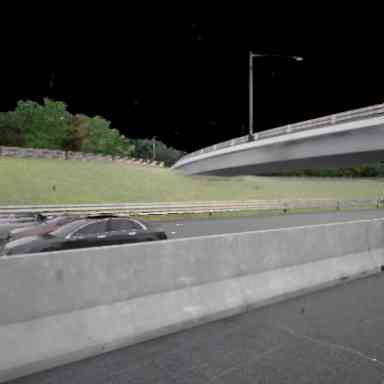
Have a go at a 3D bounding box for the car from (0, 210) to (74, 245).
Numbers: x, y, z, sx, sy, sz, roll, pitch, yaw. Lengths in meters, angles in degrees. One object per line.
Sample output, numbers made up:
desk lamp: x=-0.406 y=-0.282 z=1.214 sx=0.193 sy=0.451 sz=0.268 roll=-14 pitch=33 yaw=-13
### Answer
car: x=-8.132 y=1.600 z=15.389 sx=4.718 sy=1.301 sz=1.895 roll=0 pitch=0 yaw=-36

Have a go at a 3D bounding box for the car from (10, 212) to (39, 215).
car: x=-5.010 y=1.560 z=13.318 sx=4.181 sy=1.385 sz=1.994 roll=0 pitch=0 yaw=-36

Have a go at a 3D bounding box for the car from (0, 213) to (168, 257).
car: x=-3.081 y=1.501 z=10.395 sx=4.892 sy=1.490 sz=1.837 roll=0 pitch=0 yaw=-36
